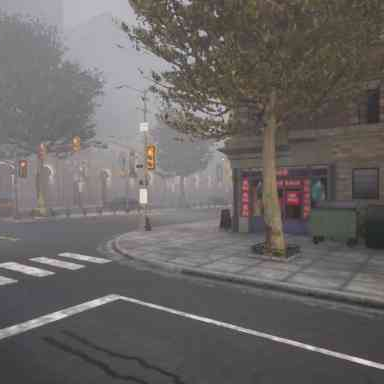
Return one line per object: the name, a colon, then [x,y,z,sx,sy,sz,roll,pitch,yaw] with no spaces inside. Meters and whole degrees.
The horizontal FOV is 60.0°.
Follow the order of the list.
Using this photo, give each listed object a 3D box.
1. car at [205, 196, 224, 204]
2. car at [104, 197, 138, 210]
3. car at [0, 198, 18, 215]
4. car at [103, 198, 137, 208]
car: [4.242,1.525,62.652,1.812,1.442,4.674,0,0,36]
car: [-9.270,1.504,43.989,1.837,1.490,4.892,0,0,36]
car: [-18.887,1.351,31.122,2.097,1.767,4.553,0,0,40]
car: [-10.321,1.595,47.923,1.895,1.301,4.718,0,0,36]
